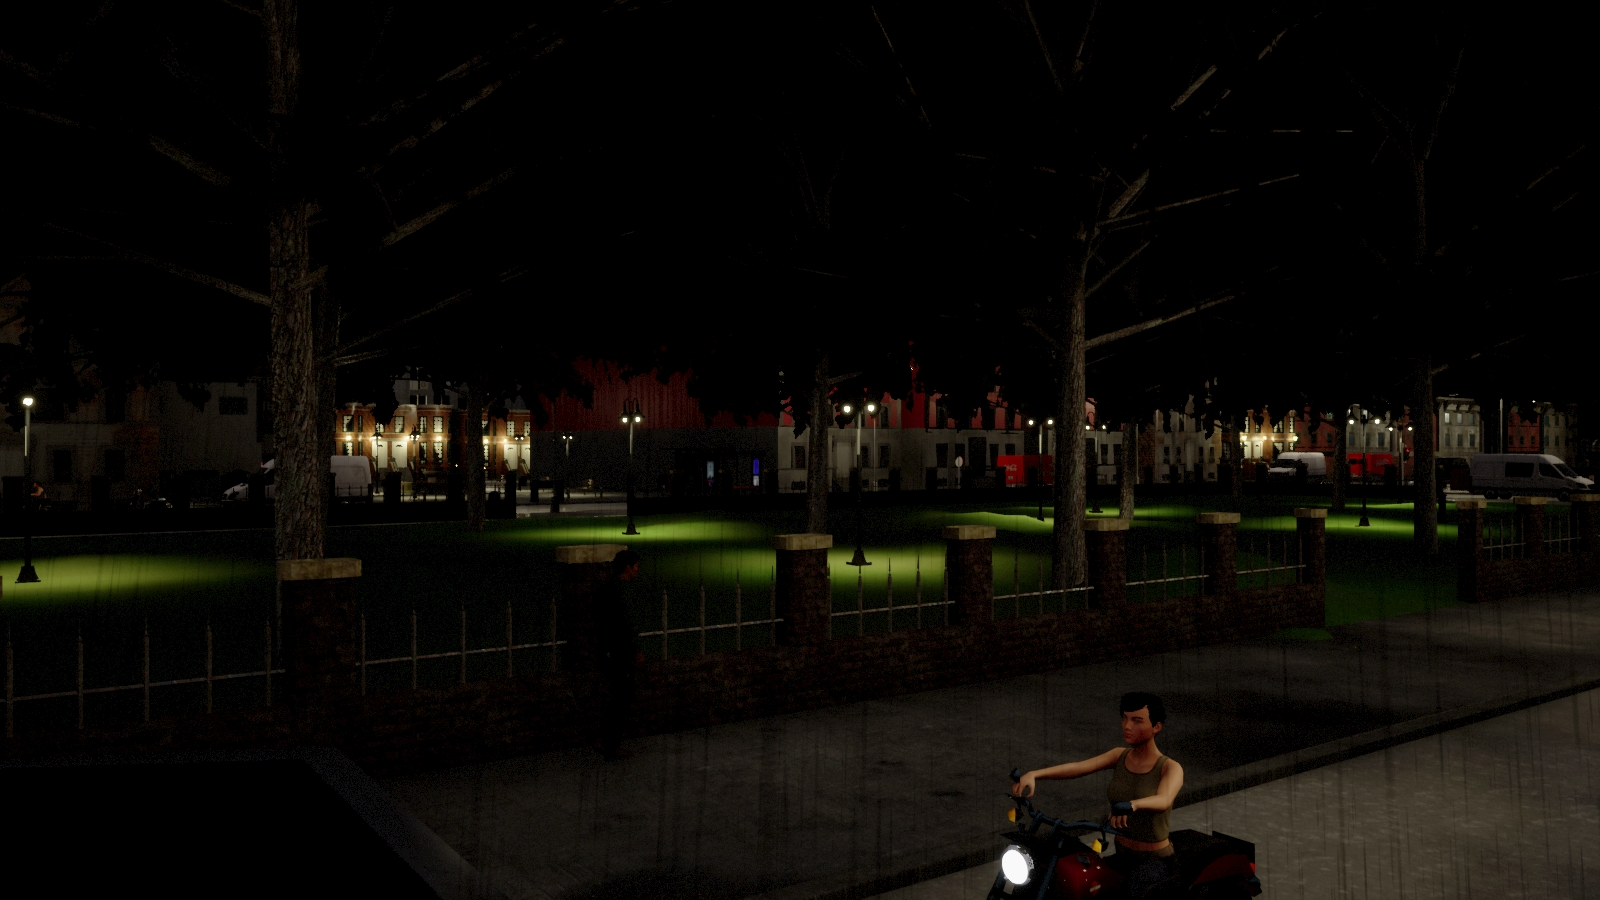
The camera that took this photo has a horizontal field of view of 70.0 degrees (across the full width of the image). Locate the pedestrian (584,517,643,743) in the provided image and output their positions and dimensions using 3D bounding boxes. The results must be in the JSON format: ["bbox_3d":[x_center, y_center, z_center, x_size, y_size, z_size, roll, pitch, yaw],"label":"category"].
[{"bbox_3d":[-1.604,1.522,9.819,0.375,1.860,0.375,0,0,-35],"label":"pedestrian"}]

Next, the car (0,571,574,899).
[{"bbox_3d":[-3.767,1.534,1.768,6.274,2.098,2.390,0,0,-35],"label":"car"}]
